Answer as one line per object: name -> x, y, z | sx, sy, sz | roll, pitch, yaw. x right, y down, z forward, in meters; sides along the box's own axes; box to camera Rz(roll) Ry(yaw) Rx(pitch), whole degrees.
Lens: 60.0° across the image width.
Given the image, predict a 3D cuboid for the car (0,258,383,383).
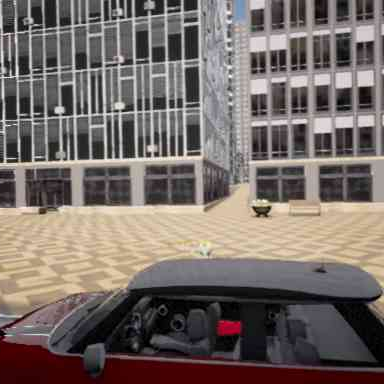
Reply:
car -> -0.147, 1.391, 3.096 | 4.097, 1.590, 1.967 | -1, 1, 11
